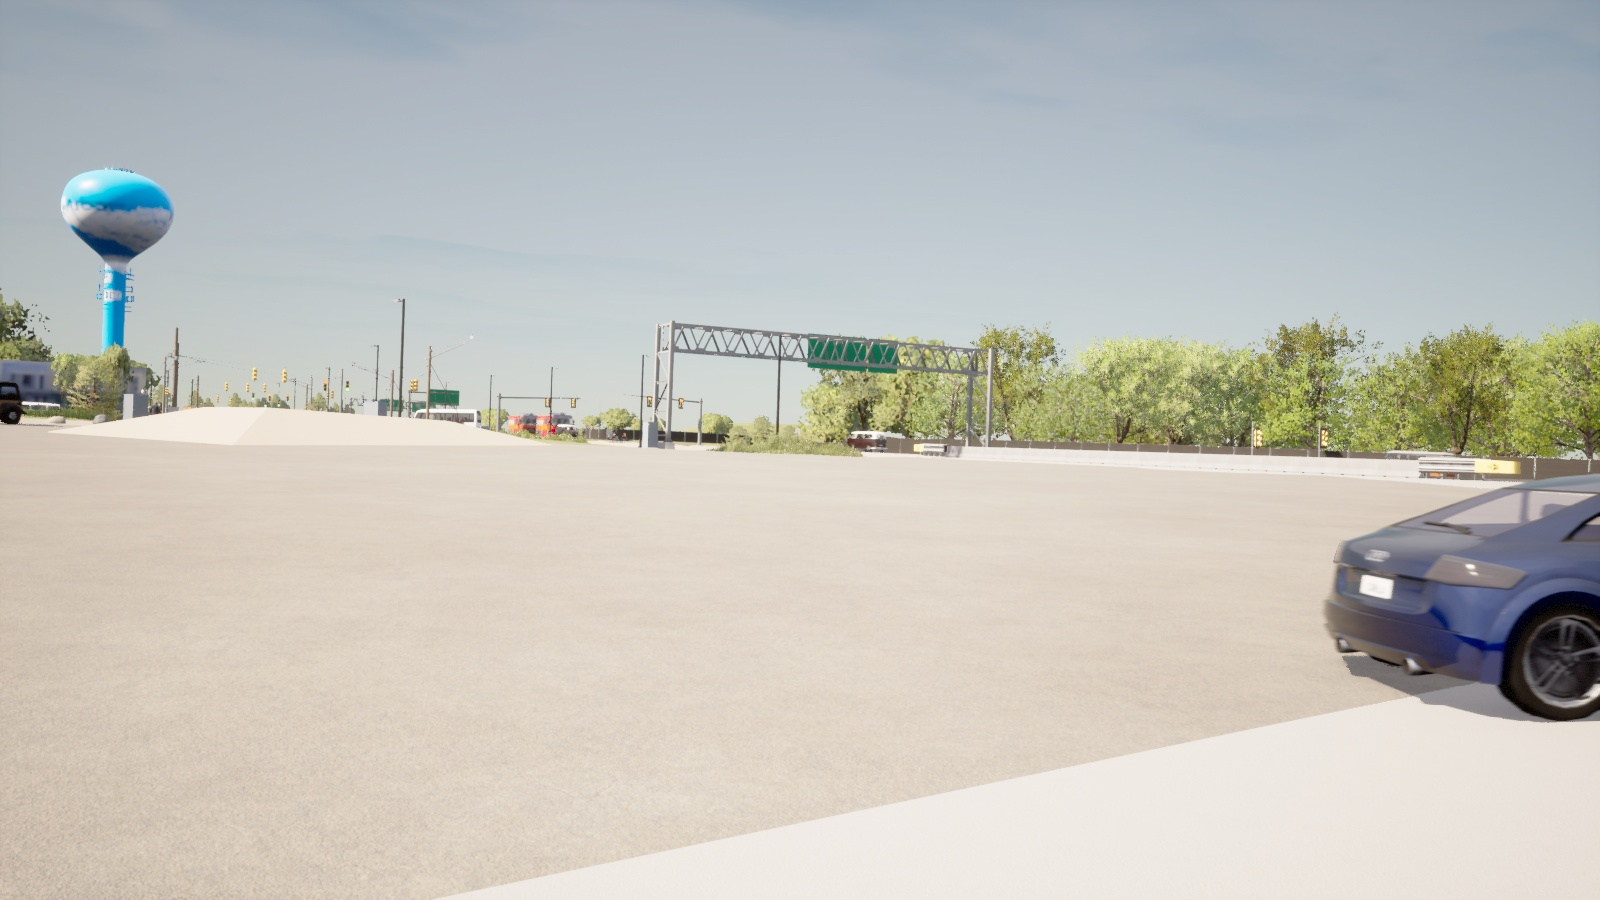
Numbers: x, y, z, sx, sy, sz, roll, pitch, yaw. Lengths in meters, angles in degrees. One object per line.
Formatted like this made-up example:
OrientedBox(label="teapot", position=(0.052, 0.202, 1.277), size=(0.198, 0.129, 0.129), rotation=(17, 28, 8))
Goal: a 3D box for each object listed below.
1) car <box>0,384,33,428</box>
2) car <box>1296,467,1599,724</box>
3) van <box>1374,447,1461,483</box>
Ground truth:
OrientedBox(label="car", position=(-35.414, -1.946, 53.898), size=(1.905, 1.878, 3.866), rotation=(3, 1, 22))
OrientedBox(label="car", position=(5.669, 0.819, 8.033), size=(4.181, 1.385, 1.994), rotation=(0, 0, -4))
OrientedBox(label="van", position=(37.922, 0.920, 77.241), size=(1.775, 1.987, 4.442), rotation=(2, 0, -34))
